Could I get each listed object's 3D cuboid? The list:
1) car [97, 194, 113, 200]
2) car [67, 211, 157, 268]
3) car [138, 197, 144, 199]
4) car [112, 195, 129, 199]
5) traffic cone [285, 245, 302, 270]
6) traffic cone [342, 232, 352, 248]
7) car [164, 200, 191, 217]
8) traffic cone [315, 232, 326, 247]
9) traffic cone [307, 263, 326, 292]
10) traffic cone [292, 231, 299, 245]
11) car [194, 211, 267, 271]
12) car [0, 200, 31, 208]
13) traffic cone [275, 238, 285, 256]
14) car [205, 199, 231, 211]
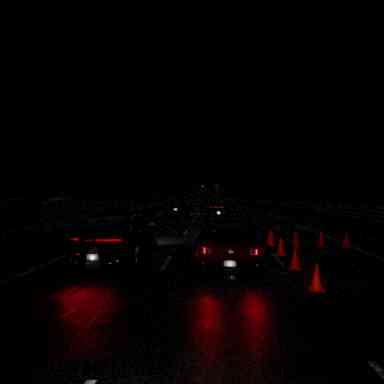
[{"bbox_3d":[-16.626,1.436,64.413,2.150,2.045,5.566,1,-1,4],"label":"car"},{"bbox_3d":[-2.375,1.386,10.855,1.837,1.490,4.892,1,0,4],"label":"car"},{"bbox_3d":[-9.640,1.778,64.160,1.882,1.535,5.008,1,-1,4],"label":"car"},{"bbox_3d":[-13.162,1.728,63.887,1.882,1.535,5.008,1,-1,4],"label":"car"},{"bbox_3d":[2.960,1.907,9.559,0.340,0.580,0.340,1,0,4],"label":"traffic cone"},{"bbox_3d":[6.207,1.912,13.362,0.340,0.580,0.340,1,0,4],"label":"traffic cone"},{"bbox_3d":[-1.221,1.414,29.080,1.994,1.385,4.181,1,0,4],"label":"car"},{"bbox_3d":[5.209,1.900,13.425,0.340,0.580,0.340,1,0,4],"label":"traffic cone"},{"bbox_3d":[2.834,1.923,7.563,0.340,0.580,0.340,1,0,4],"label":"traffic cone"},{"bbox_3d":[4.211,1.889,13.488,0.340,0.580,0.340,1,0,4],"label":"traffic cone"},{"bbox_3d":[1.121,1.523,10.710,1.895,1.301,4.718,1,0,4],"label":"car"},{"bbox_3d":[-12.350,1.260,22.626,1.994,1.385,4.181,1,0,4],"label":"car"},{"bbox_3d":[3.087,1.892,11.555,0.340,0.580,0.340,1,0,4],"label":"traffic cone"},{"bbox_3d":[2.250,1.392,28.505,1.837,1.490,4.892,1,0,4],"label":"car"}]
